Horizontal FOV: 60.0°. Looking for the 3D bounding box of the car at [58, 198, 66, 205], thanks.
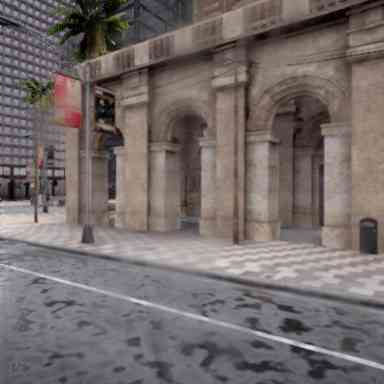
[{"bbox_3d":[-19.976,1.392,55.505,2.161,1.482,4.786,0,0,35],"label":"car"}]
